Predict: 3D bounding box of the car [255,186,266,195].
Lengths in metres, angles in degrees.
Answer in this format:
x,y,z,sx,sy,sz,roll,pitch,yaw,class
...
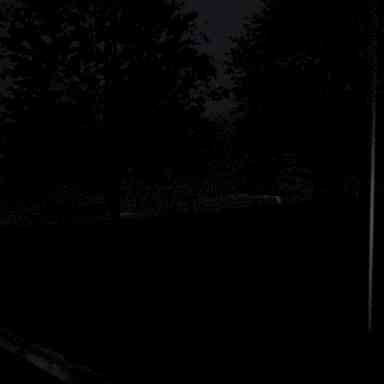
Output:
x,y,z,sx,sy,sz,roll,pitch,yaw,class
12.051,-0.348,51.400,5.008,1.535,1.882,-3,2,-25,car

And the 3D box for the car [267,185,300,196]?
x,y,z,sx,sy,sz,roll,pitch,yaw,class
13.590,-0.236,48.258,4.674,1.442,1.812,-3,2,-25,car

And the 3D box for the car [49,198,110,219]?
x,y,z,sx,sy,sz,roll,pitch,yaw,class
-8.630,1.192,25.775,4.674,1.442,1.812,-1,2,-39,car
